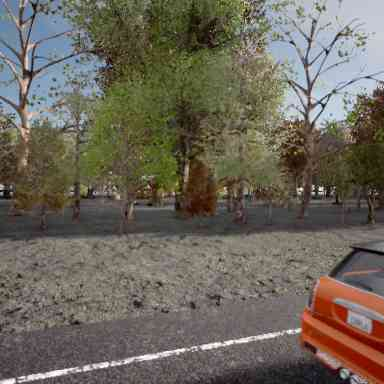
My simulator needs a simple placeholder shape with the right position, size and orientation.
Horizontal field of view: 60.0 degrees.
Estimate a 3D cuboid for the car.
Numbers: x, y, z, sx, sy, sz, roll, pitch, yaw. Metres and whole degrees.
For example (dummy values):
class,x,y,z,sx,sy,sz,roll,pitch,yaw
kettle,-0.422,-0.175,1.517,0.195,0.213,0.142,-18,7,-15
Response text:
class,x,y,z,sx,sy,sz,roll,pitch,yaw
car,3.720,1.353,4.164,4.553,1.767,2.097,0,0,-20
